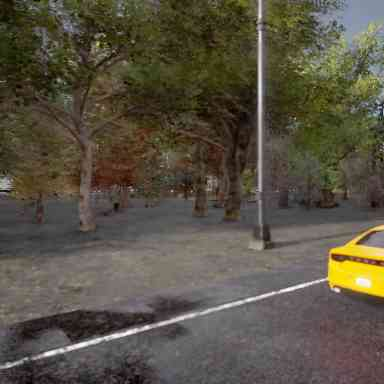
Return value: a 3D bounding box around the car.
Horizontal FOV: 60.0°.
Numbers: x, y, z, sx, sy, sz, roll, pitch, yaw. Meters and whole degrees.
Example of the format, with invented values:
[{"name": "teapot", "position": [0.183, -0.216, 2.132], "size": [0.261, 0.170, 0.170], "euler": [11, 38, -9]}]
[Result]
[{"name": "car", "position": [5.070, 1.447, 7.362], "size": [5.008, 1.535, 1.882], "euler": [0, 0, -35]}]
